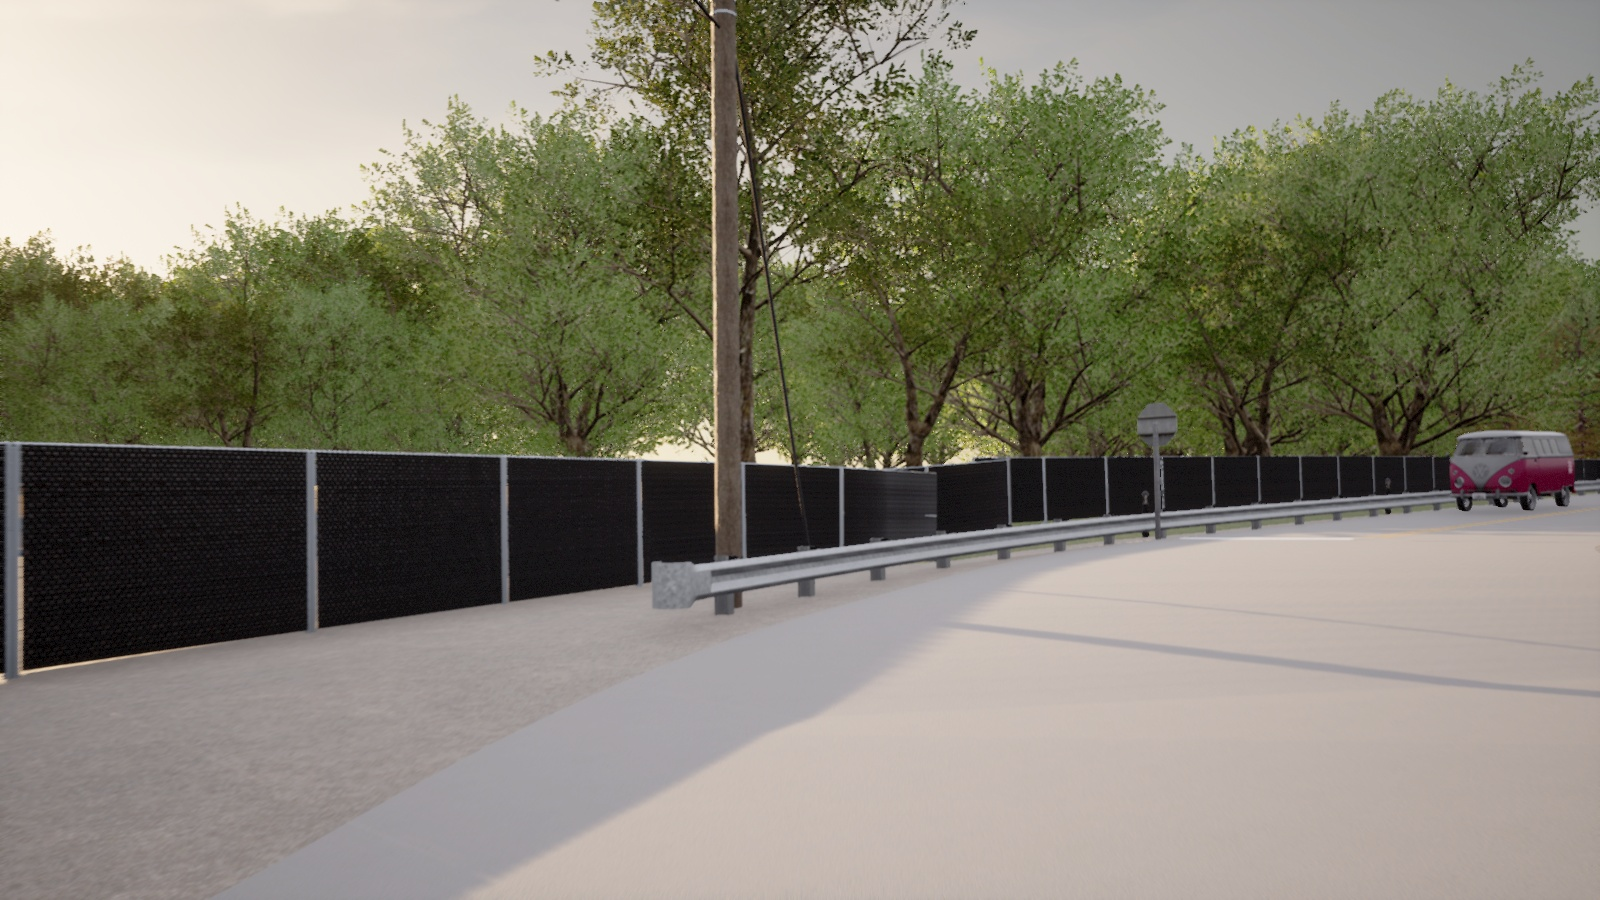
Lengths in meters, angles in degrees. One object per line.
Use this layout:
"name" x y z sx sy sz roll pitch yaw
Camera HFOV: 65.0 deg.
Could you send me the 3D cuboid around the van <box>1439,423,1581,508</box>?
"van" 18.041 0.359 31.821 4.442 1.987 1.775 -1 -2 -43
